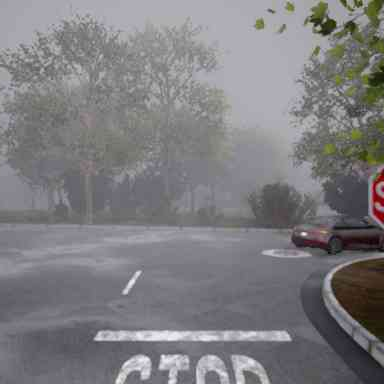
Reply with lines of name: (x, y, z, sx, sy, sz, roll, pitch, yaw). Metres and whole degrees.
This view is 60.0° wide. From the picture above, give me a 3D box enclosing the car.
car: (6.123, 1.634, 13.333, 4.181, 1.385, 1.994, 2, -1, -22)
